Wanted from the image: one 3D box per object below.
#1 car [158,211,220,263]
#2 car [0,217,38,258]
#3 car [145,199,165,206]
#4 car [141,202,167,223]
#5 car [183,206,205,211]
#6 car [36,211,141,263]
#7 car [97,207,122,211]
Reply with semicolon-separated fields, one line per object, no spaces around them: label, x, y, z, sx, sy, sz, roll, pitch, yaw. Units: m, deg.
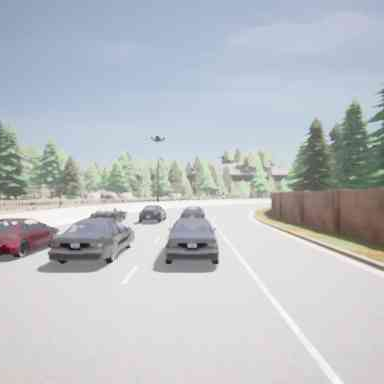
car;0.007;1.683;12.525;2.033;1.411;5.357;0;-1;0
car;-6.986;1.709;13.386;1.994;1.385;4.181;0;-1;1
car;-8.263;2.334;75.466;2.128;1.511;4.902;0;-1;28
car;-3.322;1.834;28.665;1.812;1.442;4.674;0;0;4
car;0.151;1.868;28.175;1.994;1.385;4.181;0;-1;4
car;-3.498;1.683;12.523;2.033;1.411;5.357;0;-1;1
car;-6.879;1.903;28.100;1.895;1.301;4.718;0;-1;3
